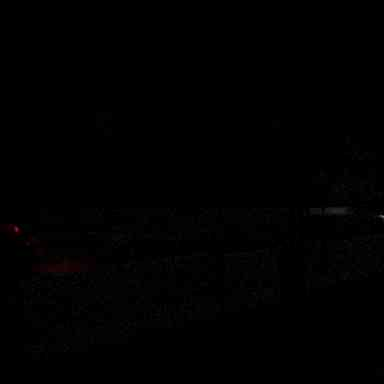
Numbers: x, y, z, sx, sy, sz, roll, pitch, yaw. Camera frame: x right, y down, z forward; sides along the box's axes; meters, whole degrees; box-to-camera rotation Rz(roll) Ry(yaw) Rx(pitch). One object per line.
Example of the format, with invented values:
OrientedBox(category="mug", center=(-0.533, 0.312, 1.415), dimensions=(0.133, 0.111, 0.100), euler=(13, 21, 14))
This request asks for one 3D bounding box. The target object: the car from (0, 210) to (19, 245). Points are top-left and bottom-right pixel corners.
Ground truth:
OrientedBox(category="car", center=(-10.344, 1.541, 13.811), dimensions=(5.357, 1.411, 2.033), euler=(1, 0, -35))

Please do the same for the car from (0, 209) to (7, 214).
OrientedBox(category="car", center=(-8.241, 1.346, 11.012), dimensions=(4.553, 1.767, 2.097), euler=(1, 0, -35))

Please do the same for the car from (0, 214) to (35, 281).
OrientedBox(category="car", center=(-6.532, 1.468, 7.933), dimensions=(5.008, 1.535, 1.882), euler=(1, 0, -35))
